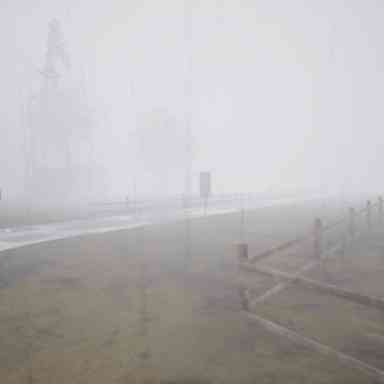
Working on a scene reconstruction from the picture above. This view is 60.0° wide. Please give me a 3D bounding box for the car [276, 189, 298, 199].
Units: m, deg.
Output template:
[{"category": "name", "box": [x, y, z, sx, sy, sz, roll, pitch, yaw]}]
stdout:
[{"category": "car", "box": [14.230, 0.243, 49.708, 1.882, 1.535, 5.008, -1, 1, 35]}]
